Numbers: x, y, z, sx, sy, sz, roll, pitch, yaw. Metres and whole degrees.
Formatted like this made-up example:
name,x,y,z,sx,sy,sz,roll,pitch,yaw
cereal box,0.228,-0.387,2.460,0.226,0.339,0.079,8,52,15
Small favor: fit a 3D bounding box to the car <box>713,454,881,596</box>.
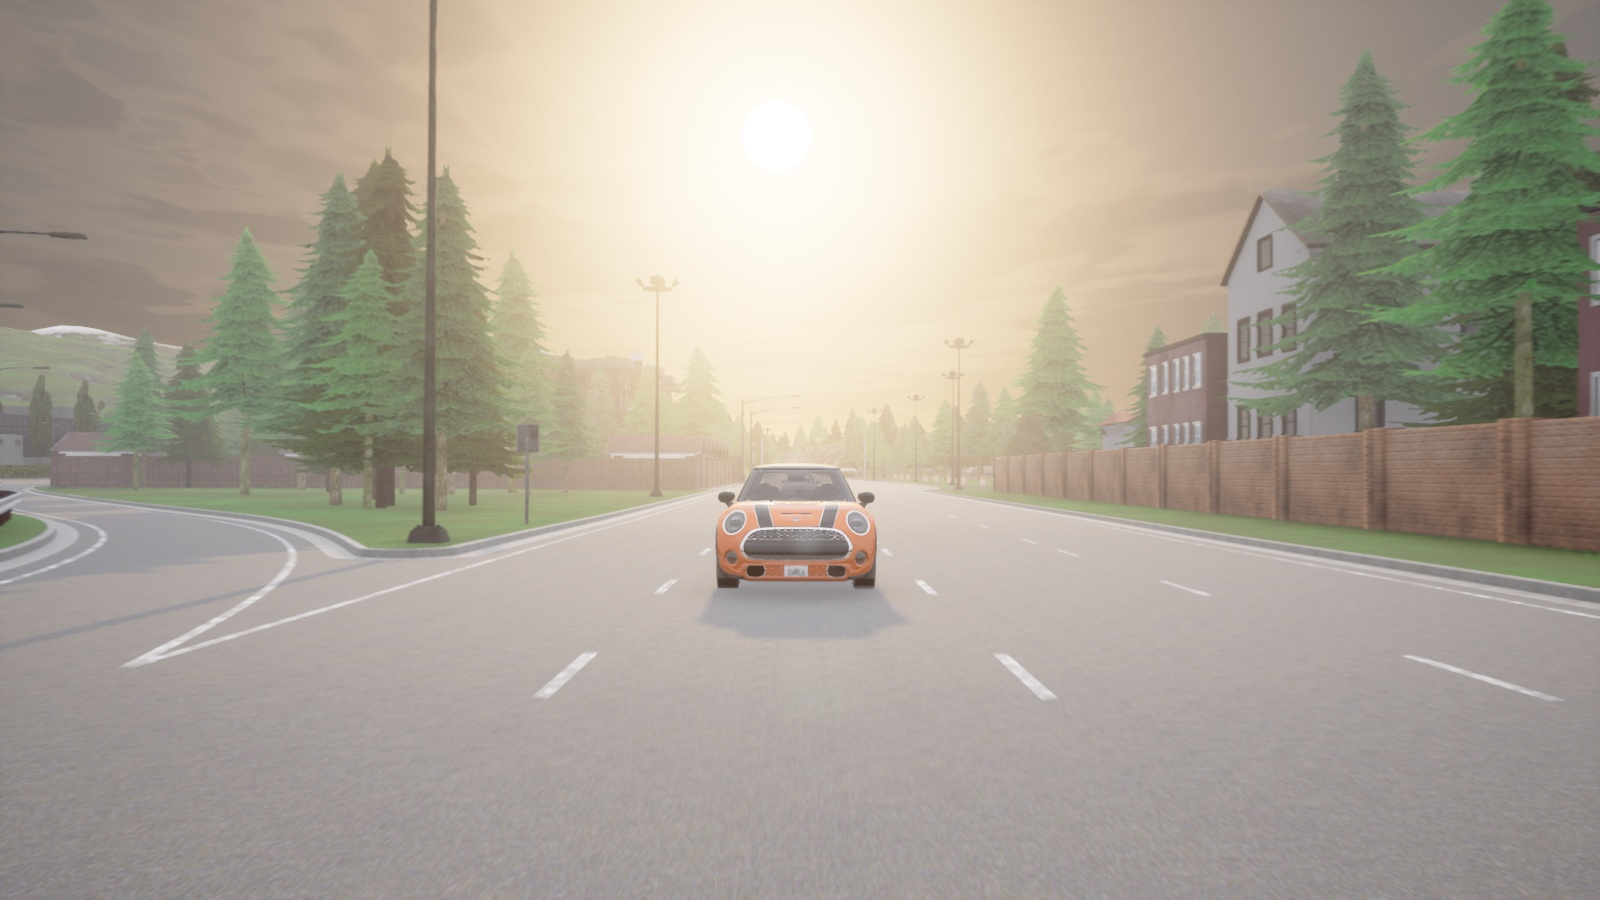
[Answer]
name,x,y,z,sx,sy,sz,roll,pitch,yaw
car,-0.044,0.976,18.012,2.097,1.767,4.553,0,-1,0
